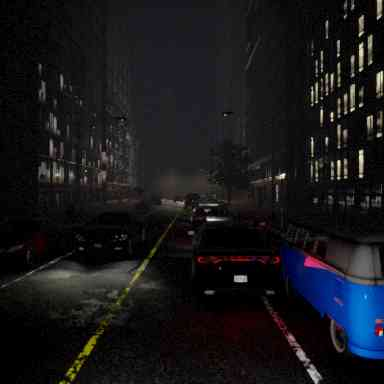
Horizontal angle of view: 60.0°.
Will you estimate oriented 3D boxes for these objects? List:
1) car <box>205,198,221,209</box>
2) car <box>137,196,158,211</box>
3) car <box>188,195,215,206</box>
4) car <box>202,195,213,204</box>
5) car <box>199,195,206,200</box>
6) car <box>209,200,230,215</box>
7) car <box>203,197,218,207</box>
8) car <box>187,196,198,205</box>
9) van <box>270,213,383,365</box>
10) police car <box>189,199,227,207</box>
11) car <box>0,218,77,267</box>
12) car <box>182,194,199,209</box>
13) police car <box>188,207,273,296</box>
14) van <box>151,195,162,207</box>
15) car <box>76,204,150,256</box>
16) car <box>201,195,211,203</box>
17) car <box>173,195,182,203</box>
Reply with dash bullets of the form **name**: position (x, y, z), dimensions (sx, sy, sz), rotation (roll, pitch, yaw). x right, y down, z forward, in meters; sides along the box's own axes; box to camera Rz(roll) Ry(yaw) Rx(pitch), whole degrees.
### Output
- **car**: position (2.801, 1.544, 45.543), dimensions (2.008, 1.369, 4.403), rotation (0, 0, 0)
- **car**: position (-5.594, 1.548, 39.875), dimensions (2.008, 1.369, 4.403), rotation (0, 0, 0)
- **car**: position (0.959, 1.351, 24.691), dimensions (2.097, 1.767, 4.553), rotation (0, 0, 0)
- **car**: position (2.842, 1.410, 62.621), dimensions (1.967, 1.590, 4.097), rotation (0, 0, 0)
- **car**: position (2.911, 1.463, 91.083), dimensions (1.887, 1.381, 4.507), rotation (0, 0, 0)
- **car**: position (2.773, 1.581, 34.158), dimensions (1.802, 1.307, 4.206), rotation (0, 0, 0)
- **car**: position (2.814, 1.538, 51.236), dimensions (2.008, 1.369, 4.403), rotation (0, 0, 0)
- **car**: position (0.143, 1.480, 59.484), dimensions (1.837, 1.490, 4.892), rotation (0, 0, 0)
- **van**: position (2.704, 1.341, 5.697), dimensions (1.690, 1.788, 3.998), rotation (0, 0, 0)
- **police car**: position (0.946, 1.425, 18.830), dimensions (1.930, 1.638, 5.238), rotation (0, 0, 0)
- **car**: position (-5.663, 1.582, 11.411), dimensions (1.802, 1.307, 4.206), rotation (0, 0, 0)
- **car**: position (0.112, 1.215, 44.930), dimensions (2.150, 2.045, 5.566), rotation (0, 0, 0)
- **police car**: position (0.921, 1.425, 8.830), dimensions (1.930, 1.638, 5.238), rotation (0, 0, 0)
- **van**: position (-5.566, 1.328, 51.260), dimensions (1.690, 1.788, 3.998), rotation (0, 0, 0)
- **car**: position (-3.068, 1.477, 13.356), dimensions (1.882, 1.535, 5.008), rotation (0, 0, 0)
- **car**: position (2.856, 1.401, 68.313), dimensions (1.967, 1.590, 4.097), rotation (0, 0, 0)
- **car**: position (-2.834, 1.465, 68.955), dimensions (1.837, 1.490, 4.892), rotation (0, 0, 0)
